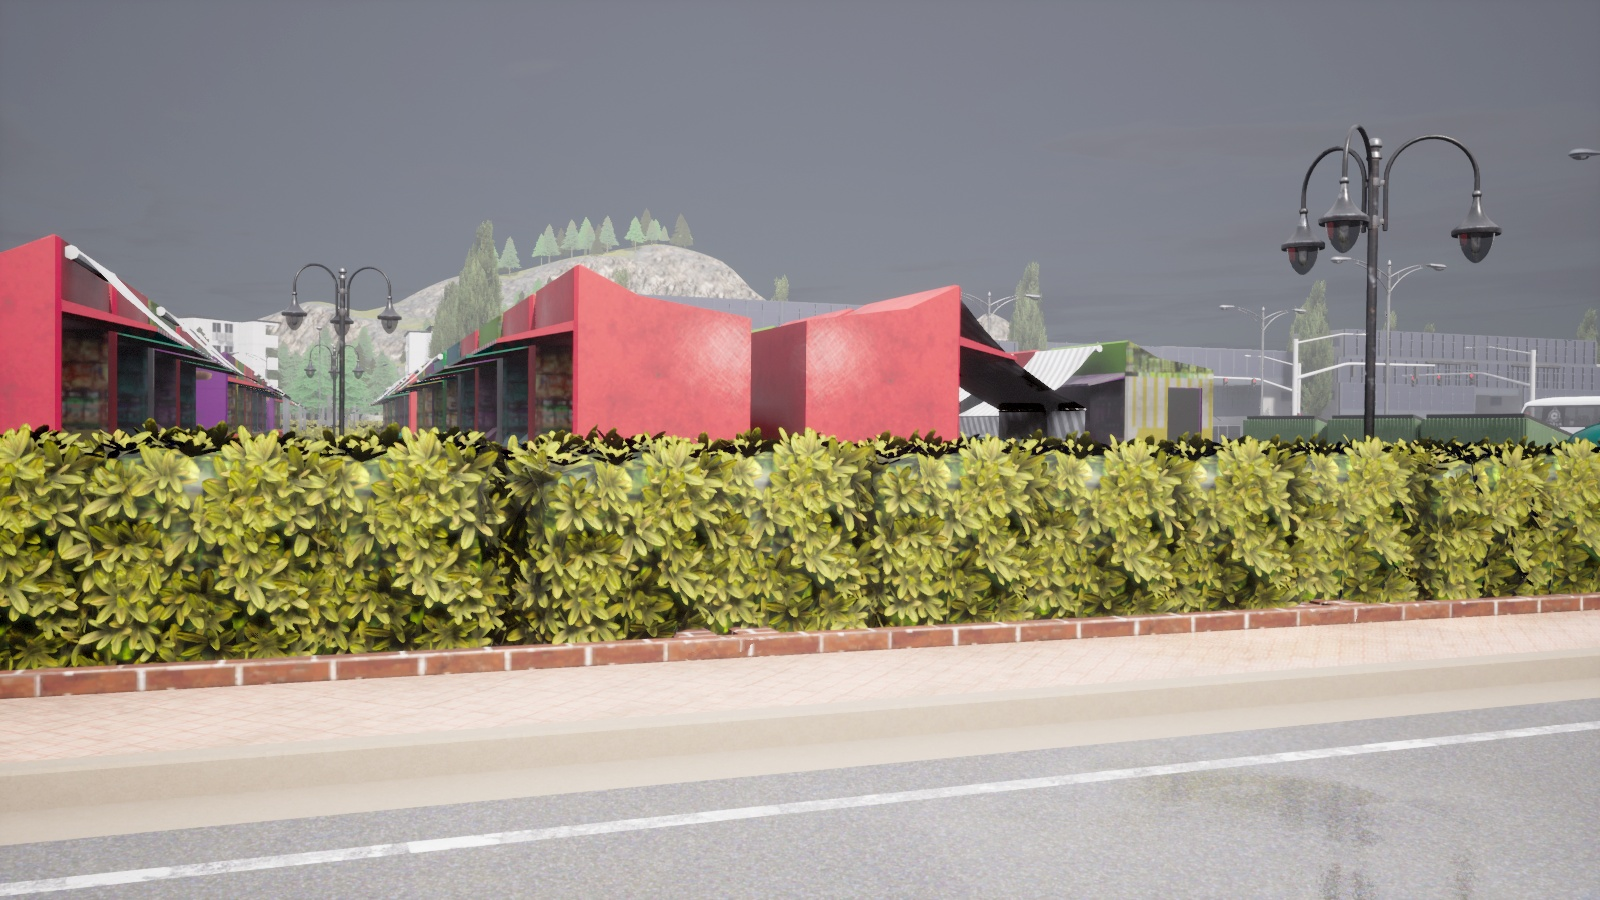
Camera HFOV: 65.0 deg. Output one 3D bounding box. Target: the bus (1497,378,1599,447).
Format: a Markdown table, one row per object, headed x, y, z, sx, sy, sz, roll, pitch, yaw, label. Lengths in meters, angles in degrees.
| x | y | z | sx | sy | sz | roll | pitch | yaw | label |
| --- | --- | --- | --- | --- | --- | --- | --- | --- | --- |
| 50.412 | -2.370 | 80.068 | 3.944 | 4.253 | 10.273 | -1 | 1 | -21 | bus |
